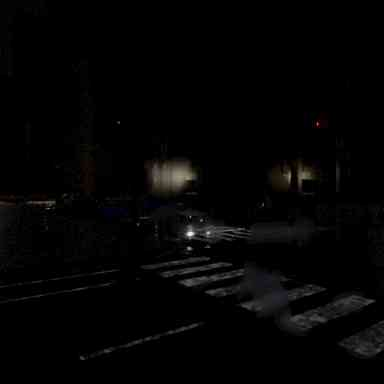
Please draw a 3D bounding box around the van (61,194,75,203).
[{"bbox_3d":[-24.878,1.330,66.610,1.690,1.788,3.998,0,0,-36],"label":"van"}]

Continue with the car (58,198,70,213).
[{"bbox_3d":[-11.964,1.548,33.953,1.802,1.307,4.206,0,0,-36],"label":"car"}]

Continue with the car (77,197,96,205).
[{"bbox_3d":[-18.264,1.570,57.379,1.802,1.307,4.206,0,0,-36],"label":"car"}]

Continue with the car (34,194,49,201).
[{"bbox_3d":[-38.107,1.305,85.069,2.192,1.841,5.009,0,0,-36],"label":"car"}]

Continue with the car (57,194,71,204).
[{"bbox_3d":[-22.419,1.527,58.436,2.033,1.411,5.357,0,0,-36],"label":"car"}]

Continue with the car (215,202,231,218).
[{"bbox_3d":[1.580,1.549,29.691,2.008,1.369,4.403,0,0,-36],"label":"car"}]

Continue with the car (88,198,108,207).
[{"bbox_3d":[-14.957,1.570,52.764,1.802,1.307,4.206,0,0,-36],"label":"car"}]

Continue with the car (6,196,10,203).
[{"bbox_3d":[-35.113,1.404,66.256,1.967,1.590,4.097,0,0,-36],"label":"car"}]

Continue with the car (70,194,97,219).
[{"bbox_3d":[-8.655,1.284,29.339,2.192,1.841,5.009,0,0,-36],"label":"car"}]

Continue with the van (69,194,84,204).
[{"bbox_3d":[-21.571,1.329,61.995,1.690,1.788,3.998,0,0,-36],"label":"van"}]

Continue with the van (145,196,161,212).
[{"bbox_3d":[-5.035,1.333,38.921,1.690,1.788,3.998,0,0,-36],"label":"van"}]

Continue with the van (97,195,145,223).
[{"bbox_3d":[-5.348,1.314,24.724,1.690,1.788,3.998,0,0,-36],"label":"van"}]

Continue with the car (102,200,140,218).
[{"bbox_3d":[-6.761,1.503,31.265,1.812,1.442,4.674,0,0,-35],"label":"car"}]

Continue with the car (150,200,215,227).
[{"bbox_3d":[-0.780,1.510,22.934,1.812,1.442,4.674,0,0,-36],"label":"car"}]

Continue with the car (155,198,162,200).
[{"bbox_3d":[-1.728,1.577,34.306,1.802,1.307,4.206,0,0,-36],"label":"car"}]

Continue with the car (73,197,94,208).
[{"bbox_3d":[-16.408,1.505,50.135,1.812,1.442,4.674,0,0,-35],"label":"car"}]

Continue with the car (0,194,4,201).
[{"bbox_3d":[-41.728,1.530,75.486,1.947,1.339,4.313,0,0,-36],"label":"car"}]

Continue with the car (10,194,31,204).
[{"bbox_3d":[-31.806,1.514,61.641,2.008,1.369,4.403,0,0,-36],"label":"car"}]

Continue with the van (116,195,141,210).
[{"bbox_3d":[-8.342,1.330,43.536,1.690,1.788,3.998,0,0,-36],"label":"van"}]

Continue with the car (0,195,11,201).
[{"bbox_3d":[-44.935,1.490,79.961,1.752,1.417,4.829,0,0,-36],"label":"car"}]

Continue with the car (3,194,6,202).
[{"bbox_3d":[-38.321,1.489,70.733,1.752,1.417,4.829,0,0,-36],"label":"car"}]
